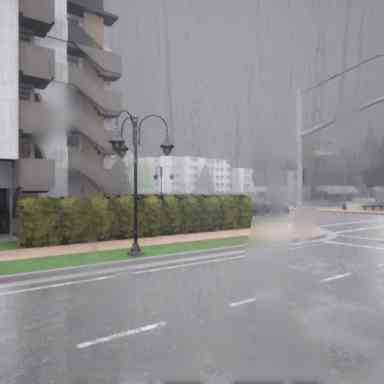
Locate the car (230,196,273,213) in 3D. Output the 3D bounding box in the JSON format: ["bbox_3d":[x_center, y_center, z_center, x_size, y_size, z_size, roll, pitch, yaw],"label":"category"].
[{"bbox_3d":[6.700,1.350,37.880,2.097,1.767,4.553,0,0,-36],"label":"car"}]

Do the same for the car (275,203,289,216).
[{"bbox_3d":[6.882,1.476,31.643,1.882,1.535,5.008,0,0,-37],"label":"car"}]

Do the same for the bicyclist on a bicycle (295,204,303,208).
[{"bbox_3d":[13.423,1.299,41.677,1.656,1.620,0.582,0,0,-39],"label":"bicyclist on a bicycle"}]

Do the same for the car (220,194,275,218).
[{"bbox_3d":[4.207,1.220,29.345,2.150,2.045,5.566,0,0,-38],"label":"car"}]
